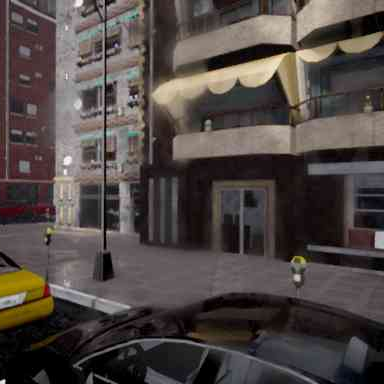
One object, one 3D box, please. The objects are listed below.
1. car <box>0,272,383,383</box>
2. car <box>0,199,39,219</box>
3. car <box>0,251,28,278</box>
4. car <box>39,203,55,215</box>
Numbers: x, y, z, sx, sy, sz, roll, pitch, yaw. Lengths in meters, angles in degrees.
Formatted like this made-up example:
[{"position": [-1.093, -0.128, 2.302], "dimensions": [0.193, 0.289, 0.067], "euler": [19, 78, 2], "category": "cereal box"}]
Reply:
[{"position": [0.259, 1.563, 2.686], "dimensions": [4.313, 1.339, 1.947], "euler": [0, 0, 35], "category": "car"}, {"position": [-16.935, 1.596, 30.323], "dimensions": [2.097, 1.767, 4.553], "euler": [0, -1, 35], "category": "car"}, {"position": [-4.472, 1.512, 6.043], "dimensions": [4.829, 1.417, 1.752], "euler": [0, 0, 35], "category": "car"}, {"position": [-16.160, 1.865, 35.943], "dimensions": [1.887, 1.381, 4.507], "euler": [-1, -2, 35], "category": "car"}]
